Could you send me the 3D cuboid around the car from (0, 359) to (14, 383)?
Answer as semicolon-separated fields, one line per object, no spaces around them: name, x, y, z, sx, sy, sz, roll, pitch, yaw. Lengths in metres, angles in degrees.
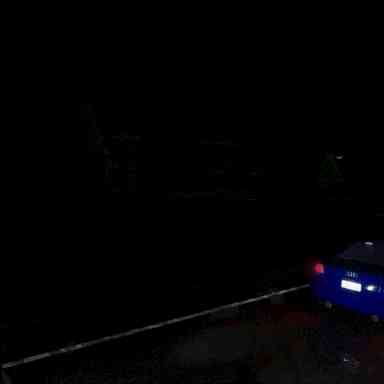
car;-3.339;1.601;1.368;4.718;1.301;1.895;0;0;-35

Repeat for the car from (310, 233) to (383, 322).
car;4.338;1.564;6.837;4.181;1.385;1.994;0;0;-36
